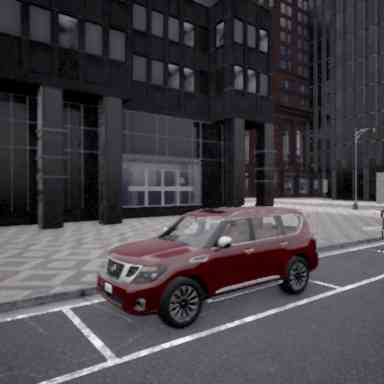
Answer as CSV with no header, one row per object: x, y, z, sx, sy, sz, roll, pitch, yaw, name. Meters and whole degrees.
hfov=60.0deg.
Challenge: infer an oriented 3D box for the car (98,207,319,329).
0.634,1.286,7.100,5.009,1.841,2.192,0,0,-36,car
